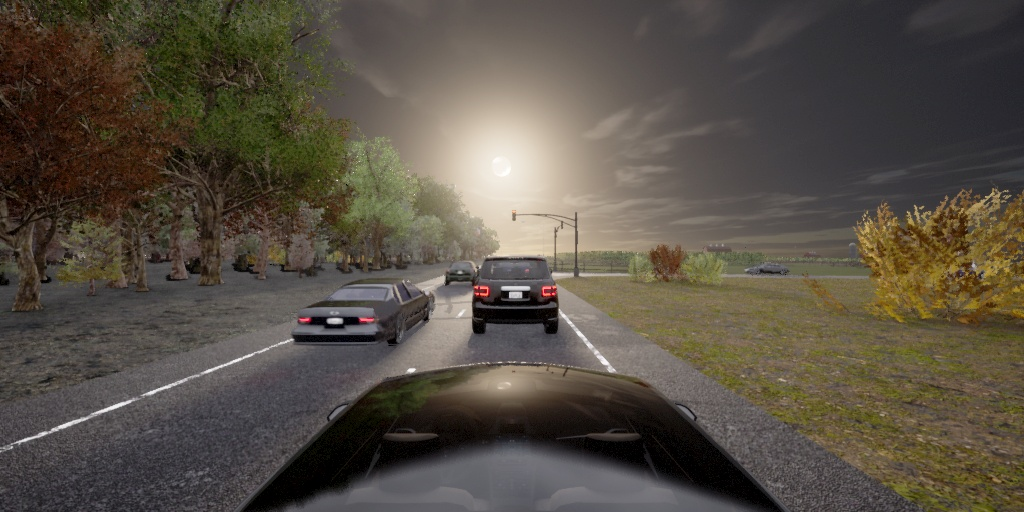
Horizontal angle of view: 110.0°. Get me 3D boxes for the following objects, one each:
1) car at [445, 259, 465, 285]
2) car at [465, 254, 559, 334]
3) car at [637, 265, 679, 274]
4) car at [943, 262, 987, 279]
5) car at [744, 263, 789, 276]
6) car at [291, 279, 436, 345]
[{"bbox_3d":[-3.444,1.108,25.858,2.097,1.767,4.553,0,0,0],"label":"car"},{"bbox_3d":[0.081,0.974,10.776,2.150,2.045,5.566,0,0,0],"label":"car"},{"bbox_3d":[17.873,1.606,44.147,4.718,1.301,1.895,1,-1,1],"label":"car"},{"bbox_3d":[50.304,1.776,40.412,5.008,1.535,1.882,1,-1,1],"label":"car"},{"bbox_3d":[31.272,1.641,44.091,4.902,1.511,2.128,0,-1,0],"label":"car"},{"bbox_3d":[-3.413,1.300,9.408,2.033,1.411,5.357,0,0,0],"label":"car"}]
